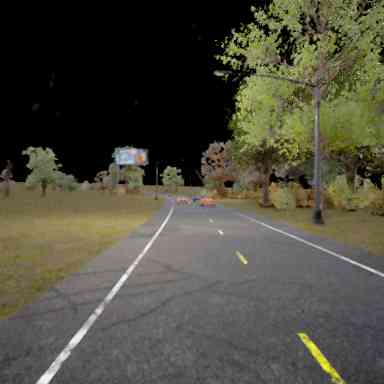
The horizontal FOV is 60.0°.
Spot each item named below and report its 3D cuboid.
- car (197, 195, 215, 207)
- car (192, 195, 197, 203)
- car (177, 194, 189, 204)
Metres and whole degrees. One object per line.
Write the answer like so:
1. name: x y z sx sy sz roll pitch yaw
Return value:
1. car: 2.368 1.349 52.316 2.097 1.767 4.553 0 0 -3
2. car: 1.205 1.327 70.718 2.097 1.767 4.553 0 0 -4
3. car: -1.725 1.328 61.094 2.097 1.767 4.553 0 0 -3
